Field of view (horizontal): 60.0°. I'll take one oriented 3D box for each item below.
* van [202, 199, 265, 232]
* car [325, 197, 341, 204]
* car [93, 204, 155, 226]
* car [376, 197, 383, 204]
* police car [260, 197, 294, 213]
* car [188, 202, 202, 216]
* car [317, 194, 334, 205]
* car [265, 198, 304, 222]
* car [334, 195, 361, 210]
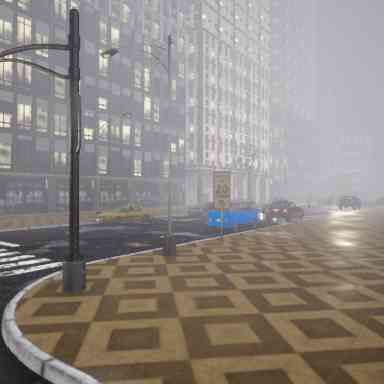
[{"bbox_3d":[2.621,1.369,20.249,1.690,1.788,3.998,0,0,38],"label":"van"},{"bbox_3d":[28.466,1.627,66.969,2.008,1.369,4.403,0,0,38],"label":"car"},{"bbox_3d":[-4.771,1.543,23.959,1.752,1.417,4.829,0,0,38],"label":"car"},{"bbox_3d":[38.103,1.660,66.575,1.947,1.339,4.313,0,0,38],"label":"car"},{"bbox_3d":[9.947,1.461,38.677,1.930,1.638,5.238,0,0,38],"label":"police car"},{"bbox_3d":[1.333,1.606,31.685,1.802,1.307,4.206,0,0,38],"label":"car"},{"bbox_3d":[25.074,1.383,62.560,2.192,1.841,5.009,0,0,38],"label":"car"},{"bbox_3d":[7.580,1.474,26.881,1.967,1.590,4.097,0,0,38],"label":"car"},{"bbox_3d":[21.146,1.370,44.524,2.192,1.841,5.009,0,0,38],"label":"car"}]
